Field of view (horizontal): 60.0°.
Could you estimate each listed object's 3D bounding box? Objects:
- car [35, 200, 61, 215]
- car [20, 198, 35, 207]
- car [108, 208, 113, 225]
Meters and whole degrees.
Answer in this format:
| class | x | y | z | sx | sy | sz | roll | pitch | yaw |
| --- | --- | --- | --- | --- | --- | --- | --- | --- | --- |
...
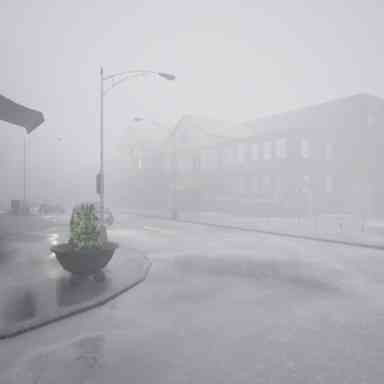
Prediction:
| class | x | y | z | sx | sy | sz | roll | pitch | yaw |
| --- | --- | --- | --- | --- | --- | --- | --- | --- | --- |
| car | -14.590 | 1.523 | 34.517 | 1.812 | 1.442 | 4.674 | 0 | 0 | -34 |
| car | -23.589 | 1.600 | 48.006 | 2.033 | 1.411 | 5.357 | 0 | 0 | -34 |
| car | -7.077 | 1.489 | 23.361 | 2.128 | 1.511 | 4.902 | 0 | 0 | -34 |
